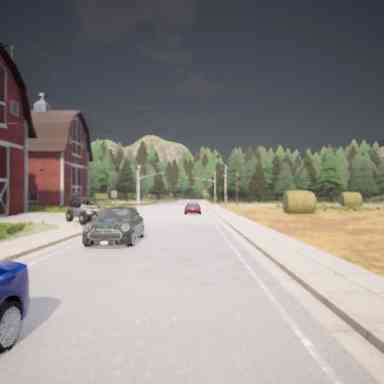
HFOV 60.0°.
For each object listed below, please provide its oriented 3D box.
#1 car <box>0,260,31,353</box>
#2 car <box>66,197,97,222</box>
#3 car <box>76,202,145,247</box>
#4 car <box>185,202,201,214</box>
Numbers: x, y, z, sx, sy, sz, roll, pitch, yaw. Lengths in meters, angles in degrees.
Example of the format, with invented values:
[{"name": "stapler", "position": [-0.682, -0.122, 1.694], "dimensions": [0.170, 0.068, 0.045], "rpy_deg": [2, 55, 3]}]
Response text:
[{"name": "car", "position": [-3.577, 1.510, 3.403], "dimensions": [1.882, 1.535, 5.008], "rpy_deg": [0, -1, 0]}, {"name": "car", "position": [-7.671, 1.365, 24.269], "dimensions": [1.905, 1.878, 3.866], "rpy_deg": [8, -4, -42]}, {"name": "car", "position": [-3.542, 1.495, 15.754], "dimensions": [2.097, 1.767, 4.553], "rpy_deg": [0, 0, 1]}, {"name": "car", "position": [0.088, 1.936, 41.025], "dimensions": [1.994, 1.385, 4.181], "rpy_deg": [0, 0, 0]}]
